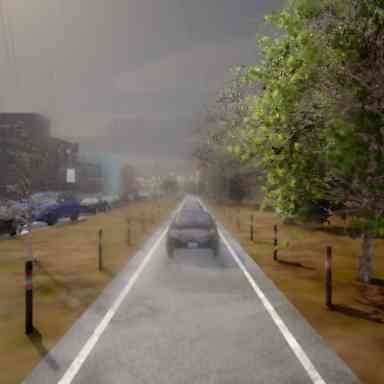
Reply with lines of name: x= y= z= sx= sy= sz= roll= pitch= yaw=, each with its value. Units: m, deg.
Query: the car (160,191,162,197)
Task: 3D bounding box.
car: x=-9.052 y=0.989 z=80.096 sx=2.002 sy=1.452 sz=4.674 roll=0 pitch=0 yaw=0

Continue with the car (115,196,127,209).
car: x=-9.000 y=1.200 z=35.729 sx=2.231 sy=1.521 sz=4.892 roll=0 pitch=1 yaw=2

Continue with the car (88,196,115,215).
car: x=-8.993 y=1.211 z=30.188 sx=2.097 sy=1.535 sz=5.008 roll=0 pitch=0 yaw=2

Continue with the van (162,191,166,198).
van: x=-9.070 y=0.675 z=91.066 sx=1.878 sy=1.987 sz=4.442 roll=0 pitch=0 yaw=2

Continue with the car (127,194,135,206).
car: x=-9.006 y=1.167 z=41.285 sx=2.097 sy=1.535 sz=5.008 roll=0 pitch=0 yaw=2

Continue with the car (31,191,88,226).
car: x=-8.983 y=0.984 z=21.234 sx=2.435 sy=2.045 sz=5.566 roll=0 pitch=0 yaw=2

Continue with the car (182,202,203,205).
car: x=0.049 y=1.492 z=28.290 sx=1.994 sy=1.385 sz=4.181 roll=0 pitch=0 yaw=1

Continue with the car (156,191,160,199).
car: x=-9.044 y=0.743 z=73.350 sx=2.435 sy=2.045 sz=5.566 roll=0 pitch=0 yaw=1

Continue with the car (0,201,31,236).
car: x=-8.972 y=1.149 z=13.581 sx=2.185 sy=1.767 sz=4.553 roll=0 pitch=0 yaw=2

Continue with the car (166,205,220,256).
car: x=0.046 y=1.475 z=13.091 sx=2.128 sy=1.511 sz=4.902 roll=0 pitch=0 yaw=0

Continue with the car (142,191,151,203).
car: x=-9.026 y=1.057 z=57.919 sx=2.097 sy=1.535 sz=5.008 roll=0 pitch=0 yaw=2

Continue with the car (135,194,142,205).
car: x=-9.022 y=1.114 z=47.667 sx=1.946 sy=1.575 sz=5.366 roll=0 pitch=0 yaw=2

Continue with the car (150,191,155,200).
car: x=-9.033 y=1.014 z=63.467 sx=2.097 sy=1.535 sz=5.008 roll=0 pitch=0 yaw=2
